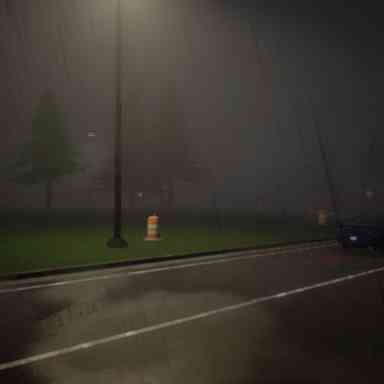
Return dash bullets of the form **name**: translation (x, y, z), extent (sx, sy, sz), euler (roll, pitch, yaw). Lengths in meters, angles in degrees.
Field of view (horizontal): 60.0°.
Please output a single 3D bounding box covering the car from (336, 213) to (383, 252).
- **car**: translation (8.115, 1.612, 14.003), extent (5.008, 1.535, 1.882), euler (0, 0, -36)
